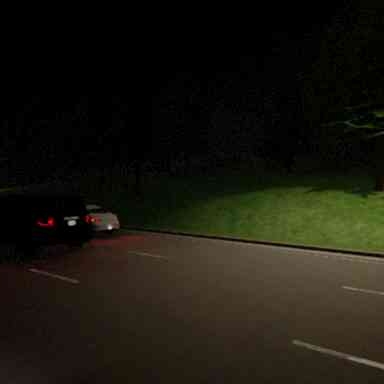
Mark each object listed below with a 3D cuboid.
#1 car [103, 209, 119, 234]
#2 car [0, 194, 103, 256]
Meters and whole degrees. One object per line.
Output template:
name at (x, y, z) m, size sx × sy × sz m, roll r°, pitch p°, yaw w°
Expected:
car at (-5.606, 1.351, 16.531) m, size 4.674 × 1.442 × 1.812 m, roll 1°, pitch 1°, yaw 36°
car at (-6.149, 1.072, 12.599) m, size 5.566 × 2.045 × 2.150 m, roll 1°, pitch 1°, yaw 36°
